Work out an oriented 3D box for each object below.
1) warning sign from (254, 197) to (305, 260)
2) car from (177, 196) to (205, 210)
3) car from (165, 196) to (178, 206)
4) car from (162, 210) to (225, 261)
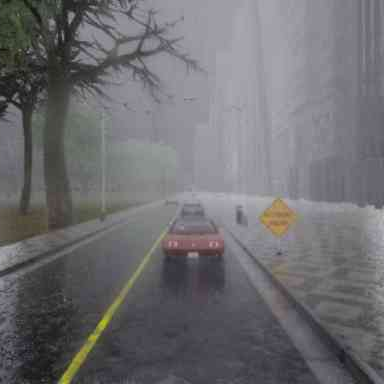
[{"bbox_3d":[2.705,1.082,10.425,1.300,1.860,1.060,-1,0,0],"label":"warning sign"},{"bbox_3d":[0.062,1.411,28.460,2.128,1.511,4.902,0,0,0],"label":"car"},{"bbox_3d":[-3.092,1.352,50.872,1.882,1.535,5.008,0,0,0],"label":"car"},{"bbox_3d":[0.059,1.563,12.023,1.895,1.301,4.718,0,0,0],"label":"car"}]
